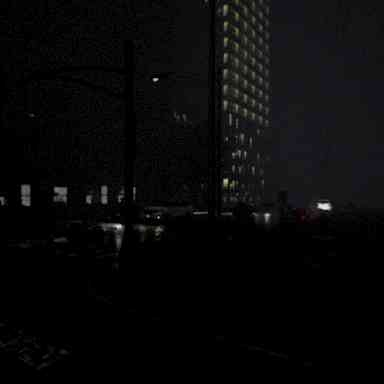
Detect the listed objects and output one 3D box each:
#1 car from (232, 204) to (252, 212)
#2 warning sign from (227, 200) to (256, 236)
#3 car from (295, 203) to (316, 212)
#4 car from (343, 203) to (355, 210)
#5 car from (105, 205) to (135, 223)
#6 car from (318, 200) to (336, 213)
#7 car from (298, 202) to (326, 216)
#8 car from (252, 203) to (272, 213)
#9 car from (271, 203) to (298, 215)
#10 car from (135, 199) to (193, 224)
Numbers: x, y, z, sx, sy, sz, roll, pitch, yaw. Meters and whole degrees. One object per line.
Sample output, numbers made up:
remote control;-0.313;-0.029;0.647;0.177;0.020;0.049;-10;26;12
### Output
car;7.775;2.402;49.924;1.895;1.301;4.718;0;-1;33
warning sign;2.792;1.439;18.786;1.300;1.860;1.060;1;1;33
car;18.814;2.547;54.968;2.033;1.411;5.357;0;-1;33
car;31.121;2.815;65.974;1.812;1.442;4.674;0;-1;33
car;-5.539;1.891;29.340;1.812;1.442;4.674;0;-1;33
car;21.566;2.231;53.236;2.150;2.045;5.566;0;-1;33
car;16.155;2.434;44.748;1.895;1.301;4.718;0;-1;33
car;11.043;2.334;48.981;1.837;1.490;4.892;0;-1;33
car;13.288;2.367;46.301;2.033;1.411;5.357;0;-1;33
car;-2.011;1.622;28.815;2.150;2.045;5.566;0;-1;33
